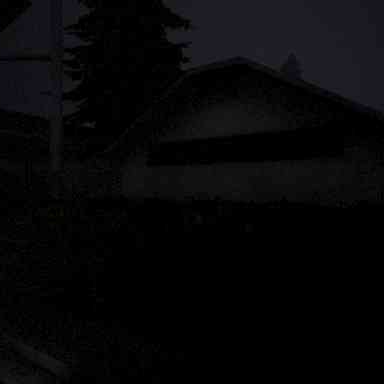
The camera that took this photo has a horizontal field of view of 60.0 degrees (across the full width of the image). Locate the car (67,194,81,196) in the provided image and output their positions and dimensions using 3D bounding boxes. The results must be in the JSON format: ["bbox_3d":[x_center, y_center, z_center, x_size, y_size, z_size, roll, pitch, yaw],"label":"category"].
[{"bbox_3d":[-12.322,1.155,36.497,3.866,1.878,1.905,0,0,35],"label":"car"}]

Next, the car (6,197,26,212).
[{"bbox_3d":[-19.128,1.300,34.365,4.611,1.667,2.242,0,0,35],"label":"car"}]
